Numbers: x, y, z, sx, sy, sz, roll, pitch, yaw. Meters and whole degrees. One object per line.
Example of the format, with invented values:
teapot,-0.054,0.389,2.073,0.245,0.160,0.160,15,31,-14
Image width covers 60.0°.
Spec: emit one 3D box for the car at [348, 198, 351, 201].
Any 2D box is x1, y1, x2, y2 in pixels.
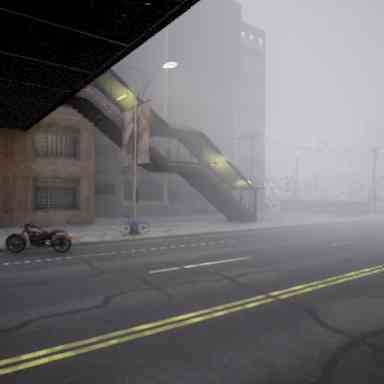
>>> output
car,36.244,2.165,76.067,4.674,1.452,2.002,1,0,-36
